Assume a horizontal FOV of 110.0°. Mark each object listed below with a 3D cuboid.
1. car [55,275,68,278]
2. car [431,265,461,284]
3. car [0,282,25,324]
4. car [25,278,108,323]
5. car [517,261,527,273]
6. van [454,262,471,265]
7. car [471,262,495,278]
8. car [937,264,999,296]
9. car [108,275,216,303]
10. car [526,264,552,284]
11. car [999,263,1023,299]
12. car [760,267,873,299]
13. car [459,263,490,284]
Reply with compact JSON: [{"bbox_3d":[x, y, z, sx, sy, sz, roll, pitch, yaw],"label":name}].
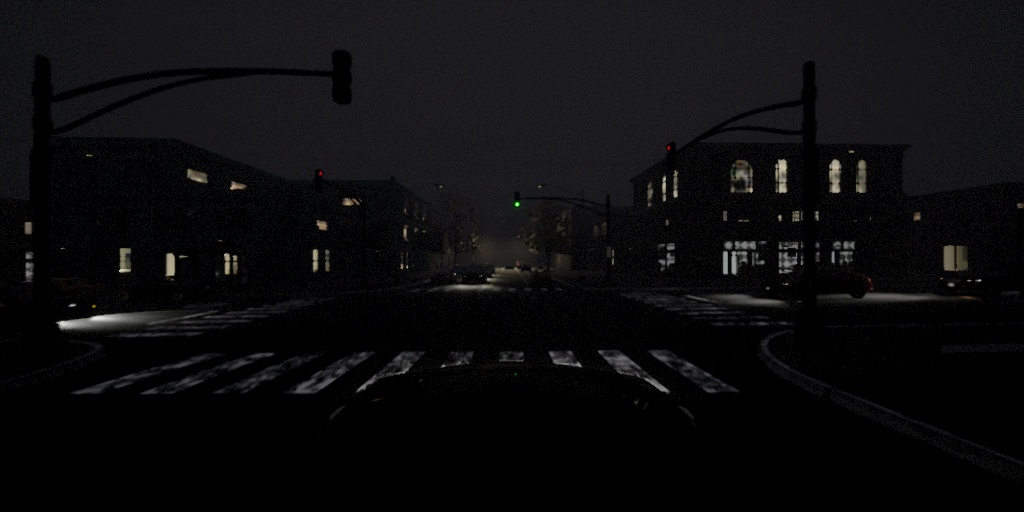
[{"bbox_3d":[-24.121,1.729,18.967,4.829,1.417,1.751,0,0,-1],"label":"car"},{"bbox_3d":[-5.881,1.706,31.384,1.802,1.307,4.207,0,0,0],"label":"car"},{"bbox_3d":[-18.123,1.544,10.766,4.097,1.591,1.967,0,0,-1],"label":"car"},{"bbox_3d":[-18.369,1.681,13.326,4.181,1.385,1.994,-1,0,-1],"label":"car"},{"bbox_3d":[2.310,2.020,59.170,2.007,1.370,4.403,0,0,0],"label":"car"},{"bbox_3d":[-5.957,1.604,42.476,1.690,1.789,3.998,0,0,0],"label":"van"},{"bbox_3d":[-3.366,1.737,42.214,1.882,1.535,5.008,0,-1,0],"label":"car"},{"bbox_3d":[23.885,1.112,17.574,4.902,1.511,2.128,-1,0,-1],"label":"car"},{"bbox_3d":[-18.299,1.702,19.111,4.313,1.339,1.948,0,0,-1],"label":"car"},{"bbox_3d":[2.498,1.648,31.612,1.751,1.417,4.829,0,0,0],"label":"car"},{"bbox_3d":[19.889,0.963,11.679,5.009,1.841,2.192,0,0,-1],"label":"car"},{"bbox_3d":[14.658,1.258,17.345,4.674,1.442,1.812,-1,0,-1],"label":"car"},{"bbox_3d":[-3.295,1.611,32.172,1.882,1.535,5.008,0,-1,0],"label":"car"}]
